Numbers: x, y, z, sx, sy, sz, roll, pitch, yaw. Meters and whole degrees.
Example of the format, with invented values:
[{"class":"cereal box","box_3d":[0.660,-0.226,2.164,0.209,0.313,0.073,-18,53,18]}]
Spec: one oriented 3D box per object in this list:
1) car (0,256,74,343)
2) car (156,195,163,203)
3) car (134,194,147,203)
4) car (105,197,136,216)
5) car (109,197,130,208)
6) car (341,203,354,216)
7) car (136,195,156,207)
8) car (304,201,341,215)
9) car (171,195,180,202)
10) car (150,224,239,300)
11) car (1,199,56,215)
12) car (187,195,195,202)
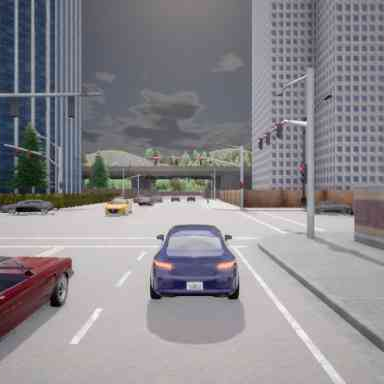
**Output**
[{"class":"car","box_3d":[-3.450,1.601,5.023,1.895,1.301,4.718,0,0,0]},{"class":"car","box_3d":[-7.156,1.352,67.929,2.097,1.767,4.553,0,0,0]},{"class":"car","box_3d":[-10.650,1.352,68.785,2.097,1.767,4.553,0,0,0]},{"class":"car","box_3d":[-7.171,1.477,32.758,1.882,1.535,5.008,0,0,0]},{"class":"car","box_3d":[-10.701,1.491,49.420,2.128,1.511,4.902,0,0,0]},{"class":"car","box_3d":[16.223,1.564,30.001,4.181,1.385,1.994,0,0,0]},{"class":"car","box_3d":[-7.202,1.477,51.885,1.882,1.535,5.008,0,0,0]},{"class":"car","box_3d":[13.557,1.564,33.508,4.181,1.385,1.994,0,0,0]},{"class":"car","box_3d":[-3.662,1.501,74.560,1.812,1.442,4.674,0,0,0]},{"class":"car","box_3d":[0.060,1.526,8.292,1.812,1.442,4.674,0,0,0]},{"class":"car","box_3d":[-16.328,1.491,33.402,4.902,1.511,2.128,0,1,-22]},{"class":"car","box_3d":[-0.162,1.477,74.568,1.837,1.490,4.892,0,0,0]}]
